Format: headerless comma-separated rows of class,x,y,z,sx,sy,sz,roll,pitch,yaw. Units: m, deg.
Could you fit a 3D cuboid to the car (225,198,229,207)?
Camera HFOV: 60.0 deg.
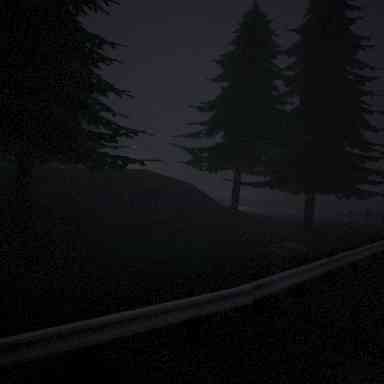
car,2.477,1.563,47.873,4.718,1.301,1.895,0,0,34

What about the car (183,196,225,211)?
car,1.556,1.320,44.274,4.553,1.767,2.097,0,0,34

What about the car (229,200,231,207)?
car,4.509,1.510,50.723,5.357,1.411,2.033,0,0,34
